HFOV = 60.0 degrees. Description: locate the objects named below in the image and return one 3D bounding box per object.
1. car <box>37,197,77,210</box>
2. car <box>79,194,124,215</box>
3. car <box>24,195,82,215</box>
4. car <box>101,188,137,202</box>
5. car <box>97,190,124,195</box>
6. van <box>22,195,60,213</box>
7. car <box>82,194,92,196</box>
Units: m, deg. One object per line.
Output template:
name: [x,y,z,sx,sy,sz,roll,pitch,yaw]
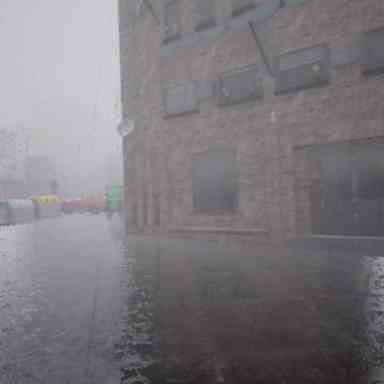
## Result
car: [-18.319,1.583,45.166,4.892,1.521,2.231,-3,2,24]
car: [-9.089,1.347,35.472,5.008,1.535,2.097,-3,2,24]
car: [-14.574,1.408,34.463,2.150,2.045,5.566,-3,1,24]
car: [-12.744,0.525,57.930,5.566,2.045,2.435,-3,2,24]
car: [-8.002,1.083,38.074,4.553,1.767,2.185,-3,2,24]
van: [-19.333,1.507,42.551,4.442,1.987,1.878,-3,2,24]
car: [-17.202,1.461,47.721,4.674,1.452,2.002,-3,2,24]
